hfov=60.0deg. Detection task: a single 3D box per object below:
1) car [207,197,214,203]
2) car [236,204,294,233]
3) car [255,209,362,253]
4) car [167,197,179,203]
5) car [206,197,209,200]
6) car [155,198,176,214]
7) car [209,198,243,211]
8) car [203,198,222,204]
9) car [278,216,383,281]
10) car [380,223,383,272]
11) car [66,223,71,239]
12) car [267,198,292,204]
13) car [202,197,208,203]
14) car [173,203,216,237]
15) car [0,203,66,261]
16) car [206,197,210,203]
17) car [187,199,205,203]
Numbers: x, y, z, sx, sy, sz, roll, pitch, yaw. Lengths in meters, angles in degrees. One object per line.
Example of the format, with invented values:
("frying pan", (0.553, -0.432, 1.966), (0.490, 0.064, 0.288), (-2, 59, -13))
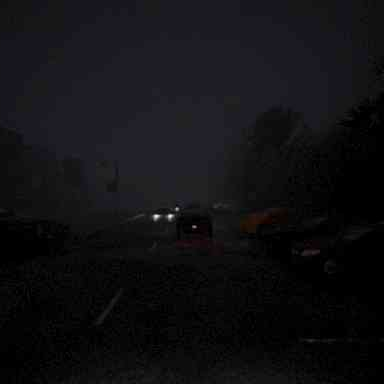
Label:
("car", (5.154, 1.928, 49.304), (5.008, 1.535, 2.097), (0, -1, 0))
("car", (5.097, 1.573, 17.672), (5.008, 1.535, 2.097), (0, -1, 0))
("car", (5.099, 1.529, 12.104), (5.008, 1.535, 2.097), (0, 0, 0))
("car", (-3.172, 2.152, 59.325), (2.033, 1.411, 5.357), (0, -1, 0))
("car", (5.155, 2.042, 55.852), (4.674, 1.452, 2.002), (0, -1, 0))
("car", (-3.296, 1.815, 39.610), (1.882, 1.535, 5.008), (0, -1, 0))
("car", (5.141, 1.932, 46.155), (4.674, 1.452, 2.002), (0, -1, 0))
("car", (5.155, 2.358, 83.356), (4.674, 1.452, 2.002), (0, -1, 0))
("car", (5.093, 1.554, 9.316), (4.674, 1.452, 2.002), (0, 0, 0))
("car", (5.055, 1.365, 3.749), (4.553, 1.767, 2.185), (0, 0, 0))
("car", (-7.988, 1.551, 14.926), (4.892, 1.521, 2.231), (0, 0, 0))
("car", (18.008, 1.856, 68.550), (5.008, 1.535, 1.882), (-1, -3, -1))
("car", (5.224, 2.155, 80.188), (4.553, 1.767, 2.185), (0, -1, 0))
("car", (0.119, 1.582, 18.807), (1.882, 1.535, 5.008), (0, -1, 0))
("car", (-7.957, 1.278, 12.127), (5.566, 2.045, 2.435), (0, 0, 0))
("car", (5.147, 1.966, 52.577), (4.892, 1.521, 2.231), (0, -1, 0))
("car", (0.146, 1.816, 37.345), (1.837, 1.490, 4.892), (0, -1, 0))
